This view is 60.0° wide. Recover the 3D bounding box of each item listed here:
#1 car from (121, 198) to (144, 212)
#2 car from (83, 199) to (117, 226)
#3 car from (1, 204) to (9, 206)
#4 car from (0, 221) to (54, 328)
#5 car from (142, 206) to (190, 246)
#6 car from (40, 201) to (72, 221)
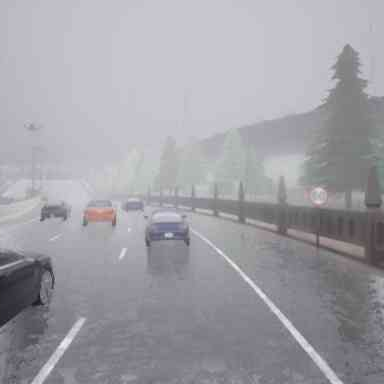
[{"bbox_3d":[-6.567,1.351,36.362,1.882,1.535,5.008,0,0,-19],"label":"car"},{"bbox_3d":[-6.354,1.283,23.300,2.097,1.767,4.553,0,0,-13],"label":"car"},{"bbox_3d":[-25.168,1.432,44.960,2.128,1.511,4.902,0,0,-22],"label":"car"},{"bbox_3d":[-3.699,1.489,5.033,2.128,1.511,4.902,0,0,-3],"label":"car"},{"bbox_3d":[-1.179,1.465,14.935,1.812,1.442,4.674,0,0,-8],"label":"car"},{"bbox_3d":[-10.716,1.447,26.342,1.837,1.490,4.892,0,0,-15],"label":"car"}]
